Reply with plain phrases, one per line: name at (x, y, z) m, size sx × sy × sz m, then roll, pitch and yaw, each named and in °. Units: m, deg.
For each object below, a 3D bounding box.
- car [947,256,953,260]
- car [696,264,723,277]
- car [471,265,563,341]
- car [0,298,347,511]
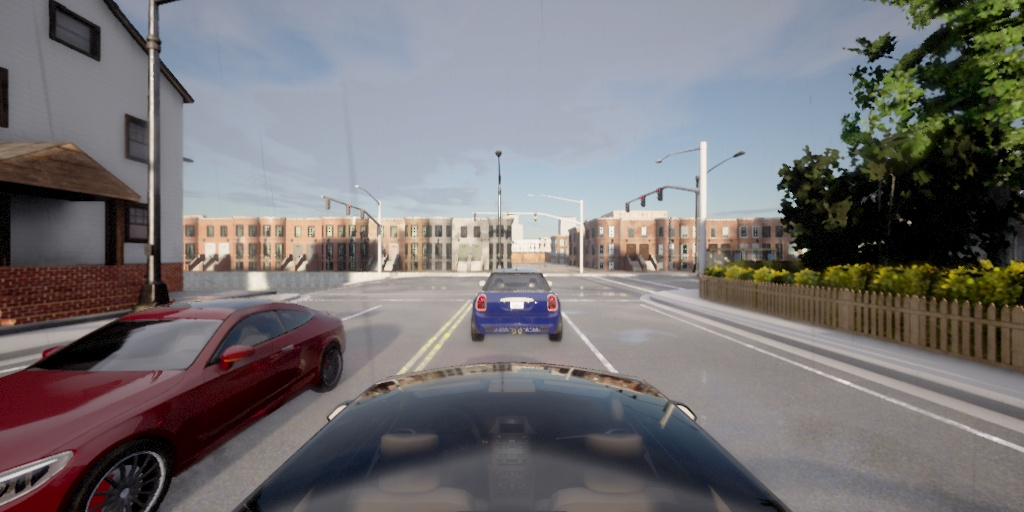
car at (33.540, 0.963, 29.755) m, size 5.566 × 2.045 × 2.150 m, roll 0°, pitch 0°, yaw -1°
car at (18.316, 1.287, 29.709) m, size 5.357 × 1.411 × 2.033 m, roll 0°, pitch 0°, yaw 0°
car at (0.108, 1.099, 9.994) m, size 2.097 × 1.767 × 4.553 m, roll 0°, pitch 0°, yaw 0°
car at (-3.568, 1.275, 4.047) m, size 1.812 × 1.442 × 4.674 m, roll 0°, pitch 0°, yaw 0°
